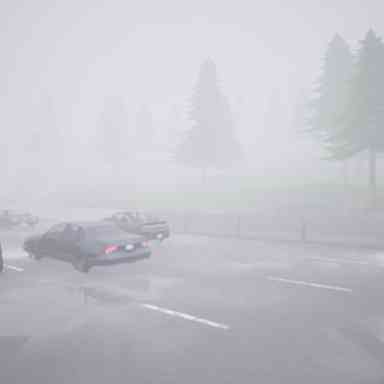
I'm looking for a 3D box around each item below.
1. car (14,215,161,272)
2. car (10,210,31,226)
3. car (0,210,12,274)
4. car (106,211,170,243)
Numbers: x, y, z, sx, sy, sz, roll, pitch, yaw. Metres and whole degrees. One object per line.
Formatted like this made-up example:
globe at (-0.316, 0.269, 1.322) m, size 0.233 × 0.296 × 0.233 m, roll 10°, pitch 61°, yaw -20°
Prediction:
car at (-3.738, 1.680, 11.286) m, size 5.357 × 1.411 × 2.033 m, roll -1°, pitch -1°, yaw 40°
car at (-13.017, 1.938, 24.204) m, size 4.718 × 1.301 × 1.895 m, roll -1°, pitch -1°, yaw 45°
car at (-7.466, 1.510, 9.875) m, size 4.553 × 1.767 × 2.097 m, roll -1°, pitch -1°, yaw 40°
car at (-3.189, 1.653, 15.420) m, size 4.902 × 1.511 × 2.128 m, roll -1°, pitch -1°, yaw 40°
